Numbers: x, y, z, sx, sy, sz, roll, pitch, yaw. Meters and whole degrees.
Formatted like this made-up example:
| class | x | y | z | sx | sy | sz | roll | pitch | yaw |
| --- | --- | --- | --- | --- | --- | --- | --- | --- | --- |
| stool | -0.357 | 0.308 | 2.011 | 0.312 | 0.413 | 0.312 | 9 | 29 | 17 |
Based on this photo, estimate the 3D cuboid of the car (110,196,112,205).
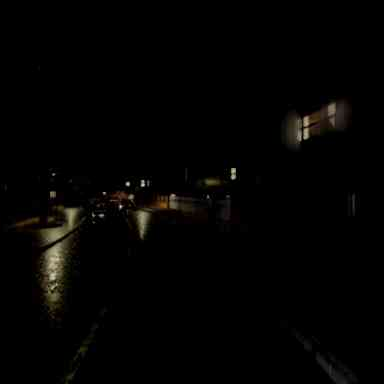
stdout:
| class | x | y | z | sx | sy | sz | roll | pitch | yaw |
| --- | --- | --- | --- | --- | --- | --- | --- | --- | --- |
| car | -11.689 | 1.385 | 49.092 | 2.128 | 1.511 | 4.902 | 0 | 0 | -22 |

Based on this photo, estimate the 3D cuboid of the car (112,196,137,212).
| class | x | y | z | sx | sy | sz | roll | pitch | yaw |
| --- | --- | --- | --- | --- | --- | --- | --- | --- | --- |
| car | -7.764 | 1.529 | 39.085 | 2.033 | 1.411 | 5.357 | 0 | 0 | -21 |

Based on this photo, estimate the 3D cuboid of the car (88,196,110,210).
| class | x | y | z | sx | sy | sz | roll | pitch | yaw |
| --- | --- | --- | --- | --- | --- | --- | --- | --- | --- |
| car | -12.275 | 1.414 | 42.708 | 2.128 | 1.511 | 4.902 | 0 | 0 | -22 |
